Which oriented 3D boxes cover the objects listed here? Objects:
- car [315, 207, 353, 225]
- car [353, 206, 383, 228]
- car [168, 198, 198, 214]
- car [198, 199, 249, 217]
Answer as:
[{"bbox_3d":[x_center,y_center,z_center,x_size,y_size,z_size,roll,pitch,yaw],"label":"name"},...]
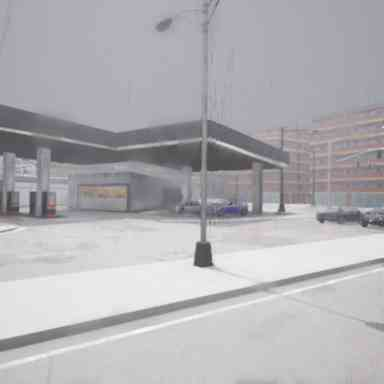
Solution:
[{"bbox_3d":[11.961,1.873,26.528,4.718,1.301,1.895,1,0,-35],"label":"car"},{"bbox_3d":[13.796,1.776,23.537,4.892,1.490,1.837,1,-1,-35],"label":"car"},{"bbox_3d":[-0.634,1.680,36.514,3.806,1.475,1.970,1,0,-35],"label":"car"},{"bbox_3d":[3.322,1.527,32.279,4.611,1.667,2.242,1,0,-35],"label":"car"}]
